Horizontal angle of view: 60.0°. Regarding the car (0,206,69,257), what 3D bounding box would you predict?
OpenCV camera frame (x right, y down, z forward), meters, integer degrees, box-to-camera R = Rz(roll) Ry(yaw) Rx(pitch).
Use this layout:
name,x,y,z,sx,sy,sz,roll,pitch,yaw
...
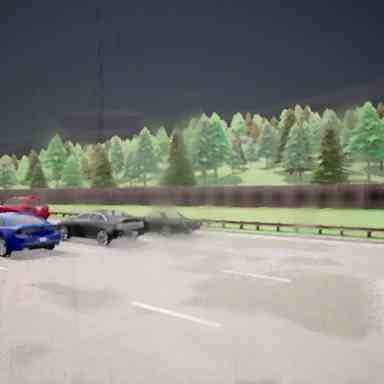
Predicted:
name,x,y,z,sx,sy,sz,roll,pitch,yaw
car,-7.383,1.569,13.489,5.008,1.535,1.882,0,0,36

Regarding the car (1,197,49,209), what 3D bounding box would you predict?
name,x,y,z,sx,sy,sz,roll,pitch,yaw
car,-13.628,1.400,26.573,5.566,2.045,2.150,0,0,36

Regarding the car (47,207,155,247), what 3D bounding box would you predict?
name,x,y,z,sx,sy,sz,roll,pitch,yaw
car,-4.385,1.576,15.637,4.902,1.511,2.128,0,0,36

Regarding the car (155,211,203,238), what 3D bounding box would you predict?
name,x,y,z,sx,sy,sz,roll,pitch,yaw
car,-1.848,1.680,18.117,4.718,1.301,1.895,0,0,36
